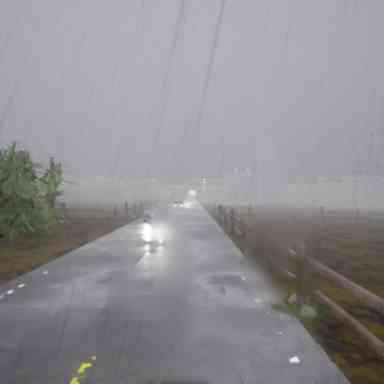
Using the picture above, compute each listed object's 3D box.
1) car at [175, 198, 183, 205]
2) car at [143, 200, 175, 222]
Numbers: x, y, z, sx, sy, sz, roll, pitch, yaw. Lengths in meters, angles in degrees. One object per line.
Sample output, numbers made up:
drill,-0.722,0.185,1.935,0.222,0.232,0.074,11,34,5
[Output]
car,-2.734,1.919,68.635,2.033,1.411,5.357,0,-1,0
car,-2.843,1.599,27.141,2.128,1.511,4.902,0,0,0
